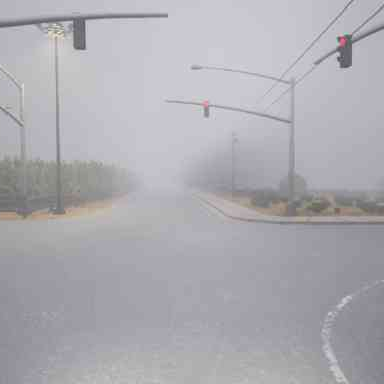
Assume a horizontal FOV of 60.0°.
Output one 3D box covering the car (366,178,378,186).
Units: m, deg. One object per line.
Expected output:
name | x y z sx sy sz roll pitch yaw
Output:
car | 42.119 -2.293 77.605 1.905 1.878 3.866 10 10 41
